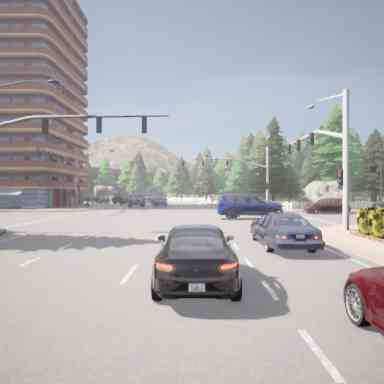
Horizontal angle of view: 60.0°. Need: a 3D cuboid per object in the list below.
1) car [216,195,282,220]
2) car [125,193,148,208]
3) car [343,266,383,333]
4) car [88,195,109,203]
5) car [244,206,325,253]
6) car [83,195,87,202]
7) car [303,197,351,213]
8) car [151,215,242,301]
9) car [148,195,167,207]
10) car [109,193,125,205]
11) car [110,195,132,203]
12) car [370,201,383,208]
[{"bbox_3d":[4.804,1.245,27.929,5.566,2.045,2.150,0,0,1],"label":"car"},{"bbox_3d":[-8.206,1.198,48.731,2.150,2.045,5.566,0,0,-14],"label":"car"},{"bbox_3d":[3.600,1.524,4.055,1.812,1.442,4.674,0,0,1],"label":"car"},{"bbox_3d":[-18.221,1.320,66.165,4.553,1.767,2.097,0,0,44],"label":"car"},{"bbox_3d":[3.653,1.541,13.636,2.033,1.411,5.357,0,0,1],"label":"car"},{"bbox_3d":[-22.577,1.464,73.801,4.892,1.490,1.837,0,0,31],"label":"car"},{"bbox_3d":[14.113,1.390,35.030,4.553,1.767,2.097,0,0,1],"label":"car"},{"bbox_3d":[0.100,1.522,8.166,1.812,1.442,4.674,0,0,0],"label":"car"},{"bbox_3d":[-5.051,1.480,50.632,1.837,1.490,4.892,0,0,-17],"label":"car"},{"bbox_3d":[-12.120,1.193,58.331,2.150,2.045,5.566,0,0,-31],"label":"car"},{"bbox_3d":[-14.508,1.458,67.497,2.128,1.511,4.902,0,0,-44],"label":"car"},{"bbox_3d":[19.913,1.261,31.465,5.566,2.045,2.150,0,0,0],"label":"car"}]
